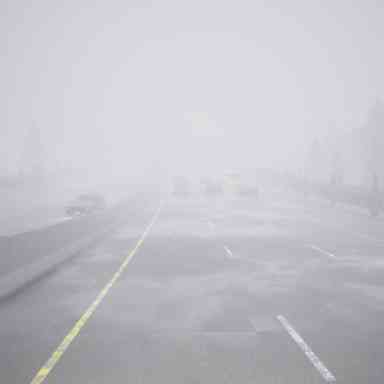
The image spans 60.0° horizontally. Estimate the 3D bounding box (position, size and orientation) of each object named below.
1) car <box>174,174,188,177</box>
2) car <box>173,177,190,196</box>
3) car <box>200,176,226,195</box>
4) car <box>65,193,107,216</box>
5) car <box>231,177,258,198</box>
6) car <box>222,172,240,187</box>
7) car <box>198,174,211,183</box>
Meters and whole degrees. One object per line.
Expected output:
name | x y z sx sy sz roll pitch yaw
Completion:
car | -1.532 -1.822 48.101 1.882 1.535 5.008 0 7 -1
car | -1.199 -0.452 37.755 2.033 1.411 5.357 0 7 -1
car | 2.344 -0.570 38.254 1.882 1.535 5.008 0 7 -2
car | -7.850 0.831 25.146 2.033 1.411 5.357 0 4 -2
car | 5.899 -0.336 36.468 1.882 1.535 5.008 0 7 -2
car | 5.492 -1.845 46.456 2.150 2.045 5.566 0 7 -2
car | 2.012 -1.861 48.529 1.882 1.535 5.008 0 7 -2
